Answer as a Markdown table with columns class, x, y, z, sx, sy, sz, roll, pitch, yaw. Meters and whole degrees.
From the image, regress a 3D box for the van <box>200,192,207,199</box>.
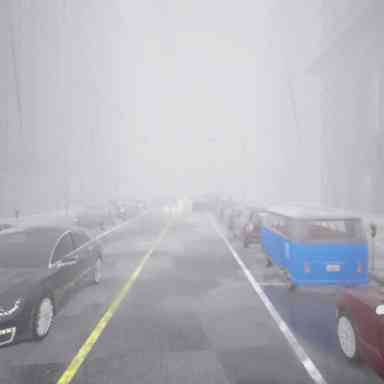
| class | x | y | z | sx | sy | sz | roll | pitch | yaw |
| --- | --- | --- | --- | --- | --- | --- | --- | --- | --- |
| van | 2.850 | 0.802 | 82.002 | 1.690 | 1.788 | 3.998 | 0 | 0 | 0 |

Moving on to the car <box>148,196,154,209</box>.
| class | x | y | z | sx | sy | sz | roll | pitch | yaw |
| --- | --- | --- | --- | --- | --- | --- | --- | --- | --- |
| car | -5.674 | 1.351 | 36.811 | 1.802 | 1.307 | 4.206 | 0 | 0 | 0 |

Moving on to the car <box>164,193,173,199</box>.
| class | x | y | z | sx | sy | sz | roll | pitch | yaw |
| --- | --- | --- | --- | --- | --- | --- | --- | --- | --- |
| car | -5.674 | 1.027 | 82.002 | 1.947 | 1.339 | 4.313 | 0 | 0 | 0 |

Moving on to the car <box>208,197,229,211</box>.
| class | x | y | z | sx | sy | sz | roll | pitch | yaw |
| --- | --- | --- | --- | --- | --- | --- | --- | --- | --- |
| car | 2.851 | 1.314 | 36.814 | 1.887 | 1.381 | 4.507 | 0 | 0 | 0 |

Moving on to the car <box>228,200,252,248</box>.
| class | x | y | z | sx | sy | sz | roll | pitch | yaw |
| --- | --- | --- | --- | --- | --- | --- | --- | --- | --- |
| car | 2.851 | 1.350 | 14.219 | 1.967 | 1.590 | 4.097 | 0 | 0 | 0 |

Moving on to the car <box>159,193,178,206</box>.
| class | x | y | z | sx | sy | sz | roll | pitch | yaw |
| --- | --- | --- | --- | --- | --- | --- | --- | --- | --- |
| car | -3.084 | 1.188 | 48.427 | 2.128 | 1.511 | 4.902 | 0 | 0 | 0 |

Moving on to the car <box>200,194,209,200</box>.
| class | x | y | z | sx | sy | sz | roll | pitch | yaw |
| --- | --- | --- | --- | --- | --- | --- | --- | --- | --- |
| car | 2.851 | 1.086 | 76.355 | 1.802 | 1.307 | 4.206 | 0 | 0 | 0 |

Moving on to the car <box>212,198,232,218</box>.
| class | x | y | z | sx | sy | sz | roll | pitch | yaw |
| --- | --- | --- | --- | --- | --- | --- | --- | --- | --- |
| car | 2.852 | 1.405 | 25.517 | 1.947 | 1.339 | 4.313 | 0 | 0 | 0 |

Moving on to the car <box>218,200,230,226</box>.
| class | x | y | z | sx | sy | sz | roll | pitch | yaw |
| --- | --- | --- | --- | --- | --- | --- | --- | --- | --- |
| car | 2.852 | 1.419 | 19.868 | 1.887 | 1.381 | 4.507 | 0 | 0 | 0 |

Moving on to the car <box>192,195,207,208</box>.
| class | x | y | z | sx | sy | sz | roll | pitch | yaw |
| --- | --- | --- | --- | --- | --- | --- | --- | --- | --- |
| car | 0.899 | 1.234 | 43.391 | 1.837 | 1.490 | 4.892 | 0 | 0 | 0 |

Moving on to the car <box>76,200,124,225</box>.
| class | x | y | z | sx | sy | sz | roll | pitch | yaw |
| --- | --- | --- | --- | --- | --- | --- | --- | --- | --- |
| car | -5.673 | 1.425 | 19.864 | 2.008 | 1.369 | 4.403 | 0 | 0 | 0 |

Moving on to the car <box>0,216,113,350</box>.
| class | x | y | z | sx | sy | sz | roll | pitch | yaw |
| --- | --- | --- | --- | --- | --- | --- | --- | --- | --- |
| car | -3.100 | 1.463 | 6.443 | 1.837 | 1.490 | 4.892 | 0 | 0 | 0 |

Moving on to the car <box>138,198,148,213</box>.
| class | x | y | z | sx | sy | sz | roll | pitch | yaw |
| --- | --- | --- | --- | --- | --- | --- | --- | --- | --- |
| car | -5.674 | 1.355 | 31.162 | 2.008 | 1.369 | 4.403 | 0 | 0 | 0 |

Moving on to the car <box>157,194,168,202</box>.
| class | x | y | z | sx | sy | sz | roll | pitch | yaw |
| --- | --- | --- | --- | --- | --- | --- | --- | --- | --- |
| car | -5.674 | 1.168 | 65.055 | 1.802 | 1.307 | 4.206 | 0 | 0 | 0 |

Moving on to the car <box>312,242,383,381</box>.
| class | x | y | z | sx | sy | sz | roll | pitch | yaw |
| --- | --- | --- | --- | --- | --- | --- | --- | --- | --- |
| car | 2.853 | 1.526 | 2.923 | 1.887 | 1.381 | 4.507 | 0 | 0 | 0 |

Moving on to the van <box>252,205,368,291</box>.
| class | x | y | z | sx | sy | sz | roll | pitch | yaw |
| --- | --- | --- | --- | --- | --- | --- | --- | --- | --- |
| van | 2.851 | 1.286 | 8.570 | 1.690 | 1.788 | 3.998 | 0 | 0 | 0 |

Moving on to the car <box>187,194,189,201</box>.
| class | x | y | z | sx | sy | sz | roll | pitch | yaw |
| --- | --- | --- | --- | --- | --- | --- | --- | --- | --- |
| car | -0.002 | 0.985 | 68.773 | 2.128 | 1.511 | 4.902 | 0 | 0 | 0 |

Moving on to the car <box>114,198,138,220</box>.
| class | x | y | z | sx | sy | sz | roll | pitch | yaw |
| --- | --- | --- | --- | --- | --- | --- | --- | --- | --- |
| car | -5.674 | 1.279 | 25.513 | 1.967 | 1.590 | 4.097 | 0 | 0 | 0 |

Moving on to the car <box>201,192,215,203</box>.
| class | x | y | z | sx | sy | sz | roll | pitch | yaw |
| --- | --- | --- | --- | --- | --- | --- | --- | --- | --- |
| car | 2.850 | 0.941 | 59.406 | 2.192 | 1.841 | 5.009 | 0 | 0 | 0 |

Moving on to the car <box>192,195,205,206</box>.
| class | x | y | z | sx | sy | sz | roll | pitch | yaw |
| --- | --- | --- | --- | --- | --- | --- | --- | --- | --- |
| car | 0.899 | 1.197 | 49.390 | 1.837 | 1.490 | 4.892 | 0 | 0 | 0 |

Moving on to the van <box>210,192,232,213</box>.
| class | x | y | z | sx | sy | sz | roll | pitch | yaw |
| --- | --- | --- | --- | --- | --- | --- | --- | --- | --- |
| van | 2.850 | 1.145 | 31.164 | 1.690 | 1.788 | 3.998 | 0 | 0 | 0 |

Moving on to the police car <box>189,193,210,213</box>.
| class | x | y | z | sx | sy | sz | roll | pitch | yaw |
| --- | --- | --- | --- | --- | --- | --- | --- | --- | --- |
| police car | 0.899 | 1.215 | 33.501 | 1.930 | 1.638 | 5.238 | 0 | 0 | 0 |

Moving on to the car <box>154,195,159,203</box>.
| class | x | y | z | sx | sy | sz | roll | pitch | yaw |
| --- | --- | --- | --- | --- | --- | --- | --- | --- | --- |
| car | -5.674 | 1.208 | 53.757 | 1.887 | 1.381 | 4.507 | 0 | 0 | 0 |

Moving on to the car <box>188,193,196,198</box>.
| class | x | y | z | sx | sy | sz | roll | pitch | yaw |
| --- | --- | --- | --- | --- | --- | --- | --- | --- | --- |
| car | -0.002 | 0.853 | 84.803 | 1.994 | 1.385 | 4.181 | 0 | 0 | 0 |
